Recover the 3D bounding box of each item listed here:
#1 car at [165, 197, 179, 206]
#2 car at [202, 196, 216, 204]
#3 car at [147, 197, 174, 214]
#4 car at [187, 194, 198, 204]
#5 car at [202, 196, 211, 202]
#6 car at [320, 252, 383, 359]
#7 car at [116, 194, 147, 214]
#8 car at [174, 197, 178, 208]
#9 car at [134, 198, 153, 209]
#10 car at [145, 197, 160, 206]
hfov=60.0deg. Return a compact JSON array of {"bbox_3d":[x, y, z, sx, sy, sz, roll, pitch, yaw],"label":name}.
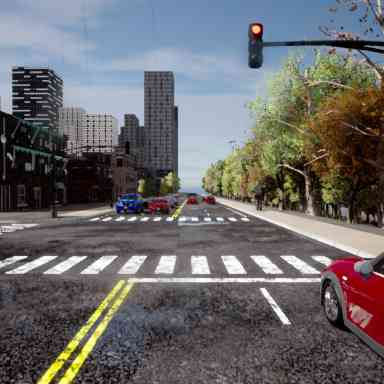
[{"bbox_3d":[-3.303,1.527,56.017,2.033,1.411,5.357,0,0,0],"label":"car"},{"bbox_3d":[3.373,1.454,62.318,1.882,1.535,5.008,0,0,0],"label":"car"},{"bbox_3d":[-3.324,1.466,35.545,1.882,1.535,5.008,0,0,0],"label":"car"},{"bbox_3d":[0.123,1.539,62.008,1.994,1.385,4.181,0,0,0],"label":"car"},{"bbox_3d":[3.279,1.522,75.491,1.994,1.385,4.181,0,0,0],"label":"car"},{"bbox_3d":[3.350,1.351,4.175,2.097,1.767,4.553,0,0,0],"label":"car"},{"bbox_3d":[-6.571,1.210,35.797,2.150,2.045,5.566,0,0,0],"label":"car"},{"bbox_3d":[-3.315,1.532,45.444,2.033,1.411,5.357,0,0,0],"label":"car"},{"bbox_3d":[-6.567,1.585,45.543,1.895,1.301,4.718,0,0,0],"label":"car"},{"bbox_3d":[-6.551,1.544,55.572,1.994,1.385,4.181,0,0,1],"label":"car"}]
